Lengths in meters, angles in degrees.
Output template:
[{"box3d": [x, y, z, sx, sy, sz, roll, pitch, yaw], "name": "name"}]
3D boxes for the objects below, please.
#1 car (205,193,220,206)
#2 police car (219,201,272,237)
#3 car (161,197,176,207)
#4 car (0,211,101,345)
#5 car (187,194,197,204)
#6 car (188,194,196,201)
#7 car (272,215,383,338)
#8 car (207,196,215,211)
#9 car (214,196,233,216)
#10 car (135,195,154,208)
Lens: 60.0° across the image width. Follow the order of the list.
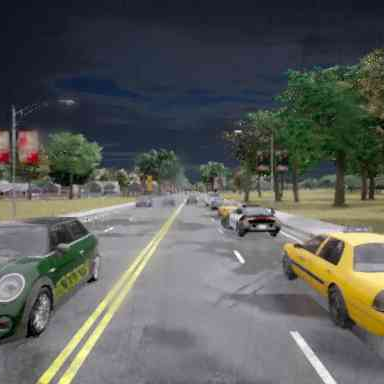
[{"box3d": [3.242, 1.123, 50.665, 2.150, 2.045, 5.566, 0, 0, 0], "name": "car"}, {"box3d": [3.073, 1.463, 18.076, 2.038, 1.542, 4.974, -1, 0, -6], "name": "police car"}, {"box3d": [-3.337, 1.453, 48.112, 2.033, 1.411, 5.357, 0, 0, 0], "name": "car"}, {"box3d": [-3.351, 1.337, 6.554, 2.097, 1.767, 4.553, 0, 0, 0], "name": "car"}, {"box3d": [-0.008, 1.379, 59.191, 2.128, 1.511, 4.902, 0, 0, 0], "name": "car"}, {"box3d": [-0.012, 1.275, 79.544, 2.033, 1.411, 5.357, 0, 0, 0], "name": "car"}, {"box3d": [3.249, 1.441, 6.818, 1.801, 1.575, 5.366, 0, 0, 0], "name": "car"}, {"box3d": [3.244, 1.484, 39.634, 1.994, 1.385, 4.181, 0, 0, 0], "name": "car"}, {"box3d": [3.246, 1.396, 28.822, 1.801, 1.575, 5.366, 0, 0, 0], "name": "car"}, {"box3d": [-6.584, 1.260, 46.617, 2.097, 1.767, 4.553, 0, 0, 0], "name": "car"}]
